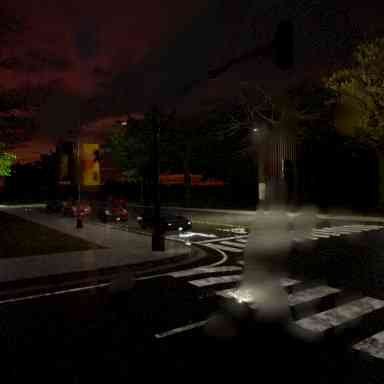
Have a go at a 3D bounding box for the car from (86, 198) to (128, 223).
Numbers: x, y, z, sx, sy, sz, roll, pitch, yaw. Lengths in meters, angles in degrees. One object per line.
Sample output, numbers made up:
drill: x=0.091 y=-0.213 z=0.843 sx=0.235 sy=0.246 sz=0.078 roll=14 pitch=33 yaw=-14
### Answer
car: x=-7.493 y=1.714 z=29.806 sx=2.097 sy=1.767 sz=4.553 roll=-1 pitch=0 yaw=-35

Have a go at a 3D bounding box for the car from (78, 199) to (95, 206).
car: x=-21.175 y=2.095 z=66.666 sx=1.994 sy=1.385 sz=4.181 roll=-1 pitch=0 yaw=-35

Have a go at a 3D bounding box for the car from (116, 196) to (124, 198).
car: x=-12.797 y=1.612 z=54.692 sx=2.150 sy=2.045 sz=5.566 roll=-1 pitch=0 yaw=-35

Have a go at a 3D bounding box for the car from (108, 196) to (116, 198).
car: x=-13.810 y=1.779 z=50.379 sx=2.097 sy=1.767 sz=4.553 roll=-1 pitch=0 yaw=-35

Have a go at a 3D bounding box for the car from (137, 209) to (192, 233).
car: x=-1.993 y=1.817 z=22.056 sx=2.033 sy=1.411 sz=5.357 roll=-1 pitch=0 yaw=-29

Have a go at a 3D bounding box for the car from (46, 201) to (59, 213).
car: x=-18.865 y=2.032 z=46.126 sx=1.882 sy=1.535 sz=5.008 roll=-1 pitch=0 yaw=-35

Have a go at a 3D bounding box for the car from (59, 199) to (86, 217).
car: x=-13.105 y=1.809 z=37.824 sx=2.097 sy=1.767 sz=4.553 roll=-1 pitch=0 yaw=-35

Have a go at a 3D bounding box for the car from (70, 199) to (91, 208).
car: x=-19.675 y=2.074 z=58.688 sx=2.033 sy=1.411 sz=5.357 roll=-1 pitch=0 yaw=-35
